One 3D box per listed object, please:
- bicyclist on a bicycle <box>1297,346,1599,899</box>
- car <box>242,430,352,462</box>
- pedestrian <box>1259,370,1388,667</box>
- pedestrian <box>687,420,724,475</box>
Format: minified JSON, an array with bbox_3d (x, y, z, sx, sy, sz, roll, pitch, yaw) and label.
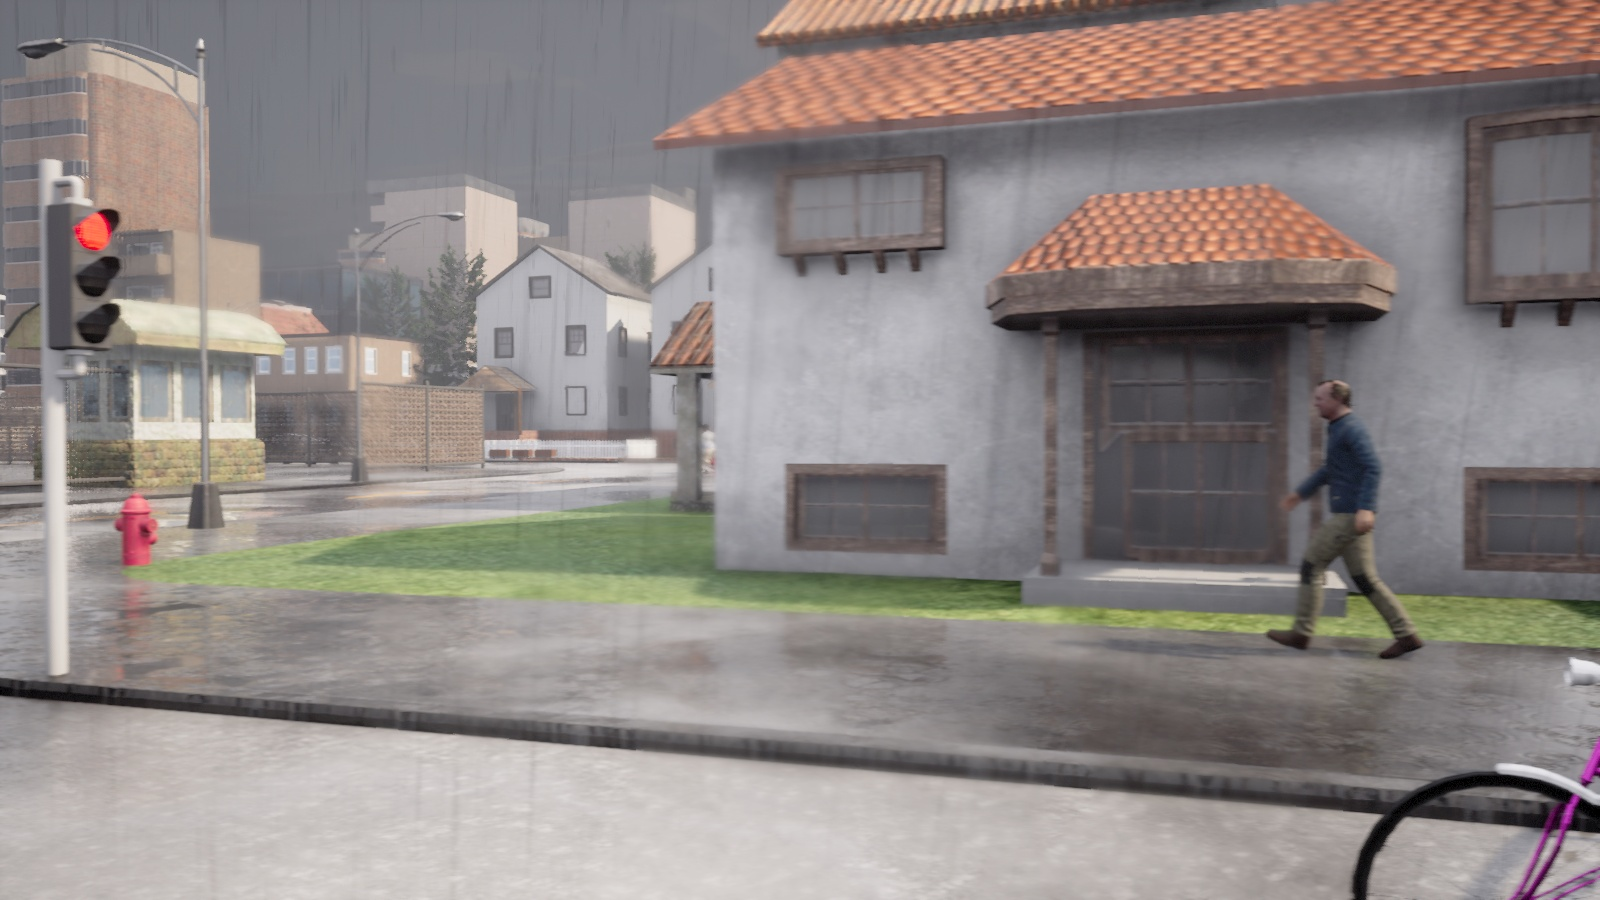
[{"bbox_3d":[2.201,0.657,2.988,1.843,1.776,0.659,1,1,18],"label":"bicyclist on a bicycle"},{"bbox_3d":[-23.871,-0.214,59.633,4.892,1.490,1.837,1,1,21],"label":"car"},{"bbox_3d":[3.353,0.419,8.085,0.726,1.842,0.402,1,1,19],"label":"pedestrian"},{"bbox_3d":[-3.250,-0.087,43.230,0.900,1.855,0.874,1,1,37],"label":"pedestrian"}]
